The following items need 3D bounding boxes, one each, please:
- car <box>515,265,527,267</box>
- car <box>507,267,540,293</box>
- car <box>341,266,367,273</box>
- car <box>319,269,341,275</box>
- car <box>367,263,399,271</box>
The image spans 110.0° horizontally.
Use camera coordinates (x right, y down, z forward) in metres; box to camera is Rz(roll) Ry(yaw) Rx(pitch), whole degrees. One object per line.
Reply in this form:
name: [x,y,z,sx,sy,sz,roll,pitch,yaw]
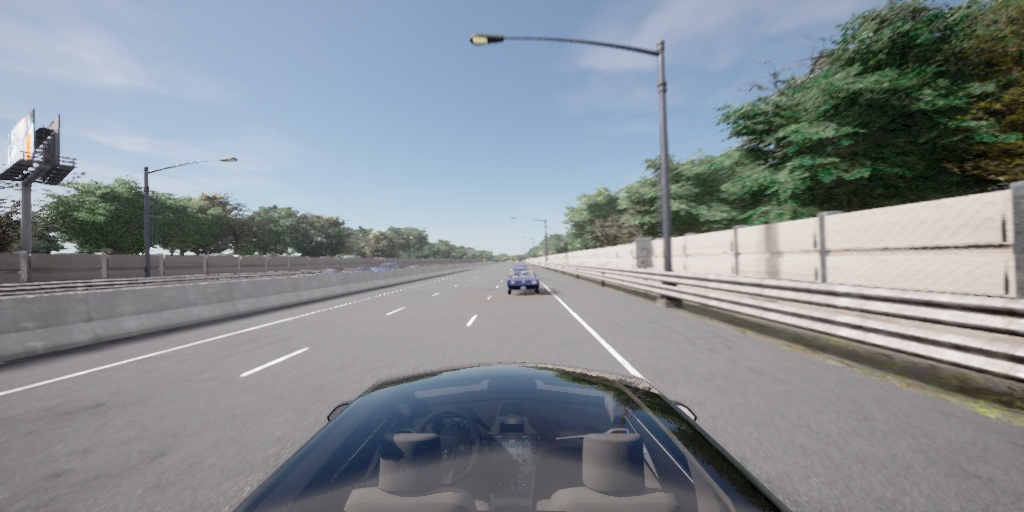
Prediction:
car: [0.957,1.657,38.199,1.812,1.442,4.674,-2,-1,1]
car: [0.693,1.553,22.476,1.895,1.301,4.718,-2,-1,1]
car: [-20.027,2.183,47.329,2.097,1.767,4.553,-2,-1,1]
car: [-23.511,2.474,47.194,2.033,1.411,5.357,-2,-1,2]
car: [-16.533,1.948,47.177,2.150,2.045,5.566,-2,0,2]
